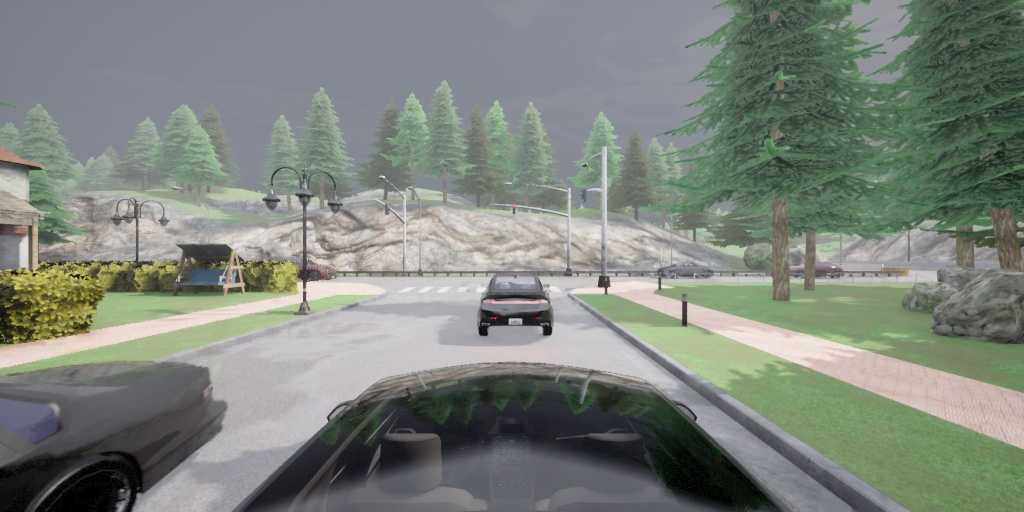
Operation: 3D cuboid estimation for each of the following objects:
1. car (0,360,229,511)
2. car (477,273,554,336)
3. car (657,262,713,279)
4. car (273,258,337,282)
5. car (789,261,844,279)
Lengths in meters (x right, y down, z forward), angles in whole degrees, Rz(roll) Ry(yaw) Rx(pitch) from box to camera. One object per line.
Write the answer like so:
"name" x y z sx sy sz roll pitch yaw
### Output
"car" -3.608 1.297 0.952 2.033 1.411 5.357 0 0 1
"car" 0.098 1.242 10.370 2.128 1.511 4.902 0 0 1
"car" 14.183 1.151 29.496 4.181 1.385 1.994 0 0 0
"car" -15.160 0.940 25.872 4.553 1.767 2.097 0 0 0
"car" 24.484 1.114 29.438 4.674 1.442 1.812 0 0 0
